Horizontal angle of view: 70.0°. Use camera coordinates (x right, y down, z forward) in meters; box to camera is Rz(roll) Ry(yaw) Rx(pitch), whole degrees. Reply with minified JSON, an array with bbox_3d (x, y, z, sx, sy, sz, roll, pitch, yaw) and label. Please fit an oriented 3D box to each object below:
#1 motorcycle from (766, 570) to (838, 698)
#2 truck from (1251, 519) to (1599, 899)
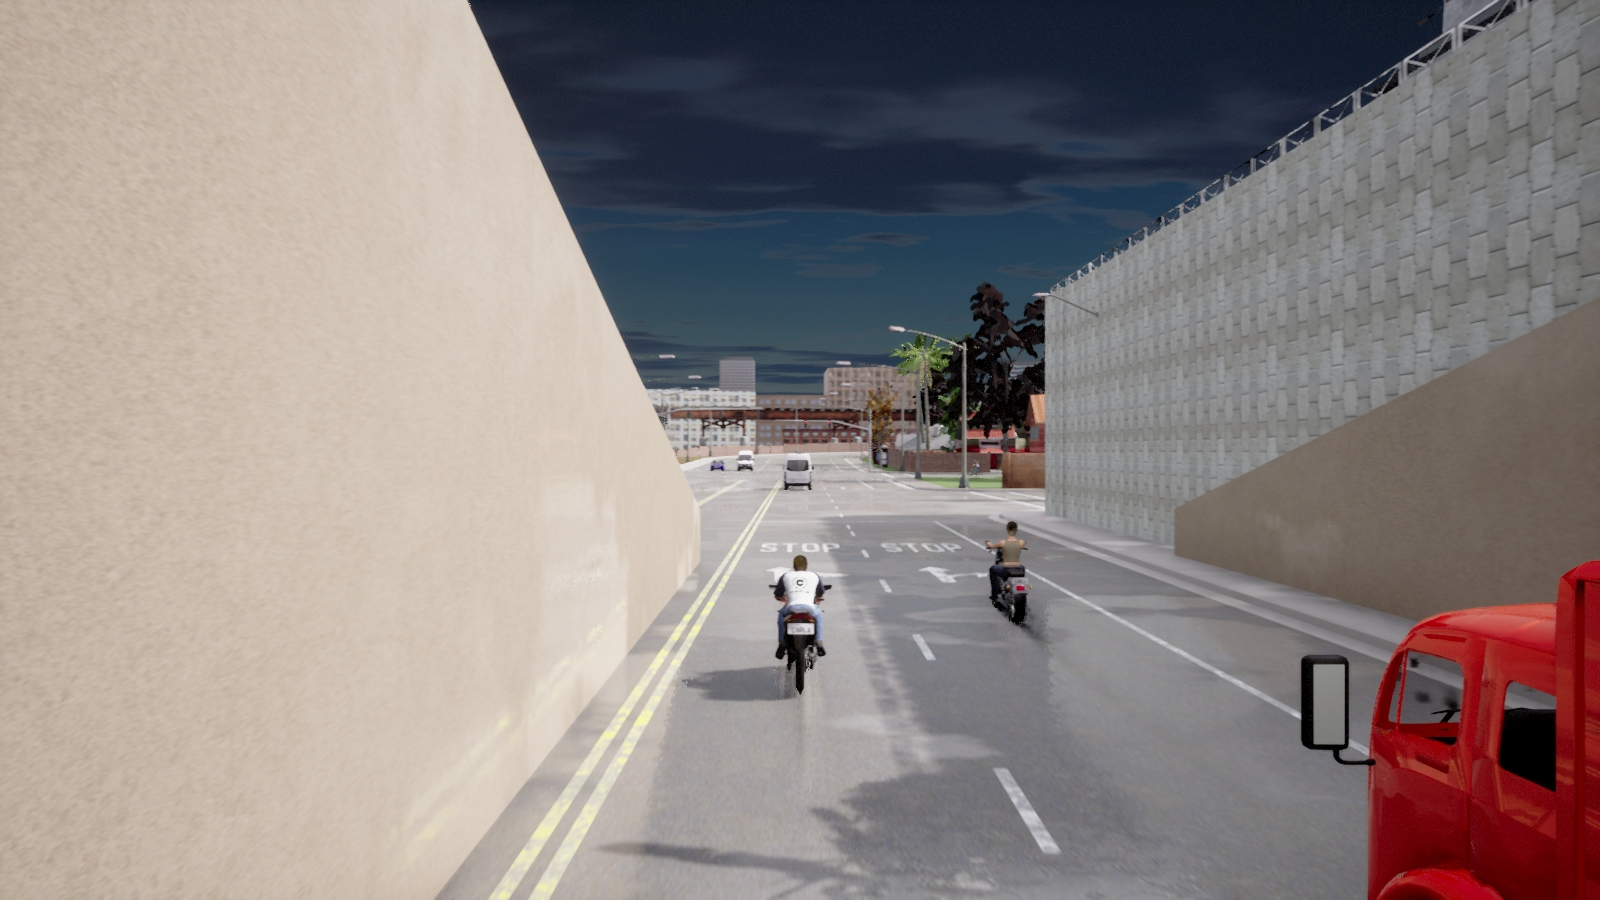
[{"bbox_3d":[0.023,2.174,13.849,0.803,1.224,2.033,0,0,0],"label":"motorcycle"},{"bbox_3d":[3.499,1.568,2.943,2.627,2.467,5.204,0,0,0],"label":"truck"}]
